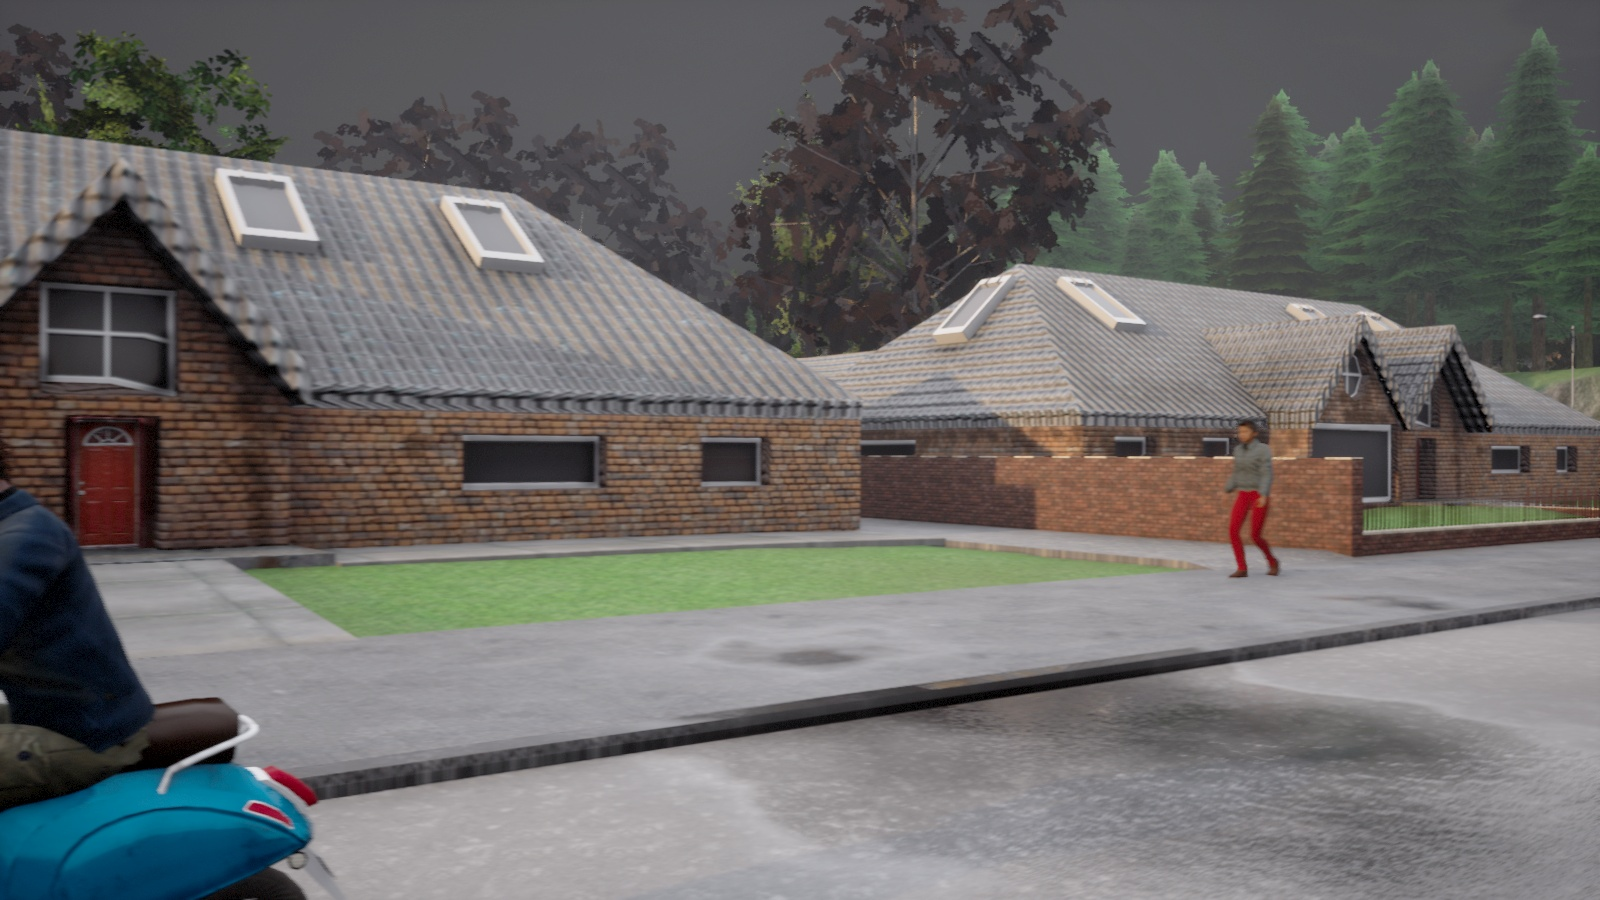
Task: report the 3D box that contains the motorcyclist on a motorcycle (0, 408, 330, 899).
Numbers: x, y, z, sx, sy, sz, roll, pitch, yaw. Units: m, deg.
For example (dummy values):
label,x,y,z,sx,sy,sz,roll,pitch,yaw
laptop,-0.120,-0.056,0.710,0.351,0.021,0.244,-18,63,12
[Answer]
label,x,y,z,sx,sy,sz,roll,pitch,yaw
motorcyclist on a motorcycle,-2.104,0.710,2.803,1.817,1.590,0.866,0,0,-35

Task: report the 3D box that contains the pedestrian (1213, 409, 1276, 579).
label,x,y,z,sx,sy,sz,roll,pitch,yaw
pedestrian,4.945,0.479,13.966,0.614,1.847,0.353,0,0,-33
